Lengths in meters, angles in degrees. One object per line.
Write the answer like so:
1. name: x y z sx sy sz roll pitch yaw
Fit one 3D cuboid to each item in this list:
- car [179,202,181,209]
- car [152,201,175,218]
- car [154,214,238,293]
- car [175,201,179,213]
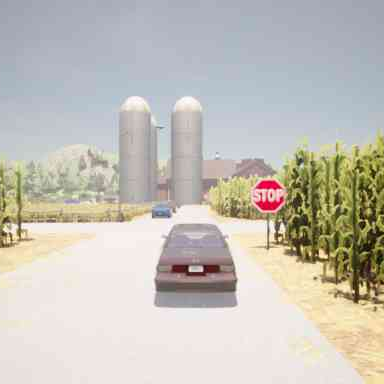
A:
1. car: -3.025 2.419 61.678 2.033 1.411 5.357 0 -1 0
2. car: -3.153 1.940 35.401 1.882 1.535 5.008 0 -1 0
3. car: 0.088 1.556 9.008 2.033 1.411 5.357 0 0 0
4. car: -3.136 2.131 45.934 1.882 1.535 5.008 0 -1 0
